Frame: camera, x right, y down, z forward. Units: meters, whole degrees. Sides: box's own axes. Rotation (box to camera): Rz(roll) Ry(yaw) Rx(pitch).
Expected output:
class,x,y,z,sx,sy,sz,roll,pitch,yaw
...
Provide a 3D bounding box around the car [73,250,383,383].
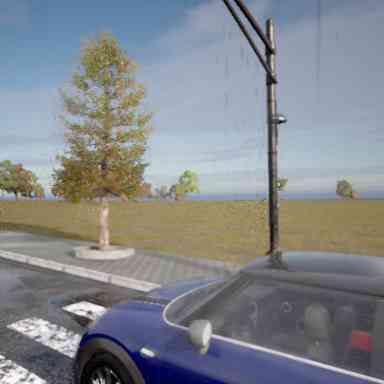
class,x,y,z,sx,sy,sz,roll,pitch,yaw
car,0.973,1.353,3.023,4.553,1.767,2.097,0,0,36
